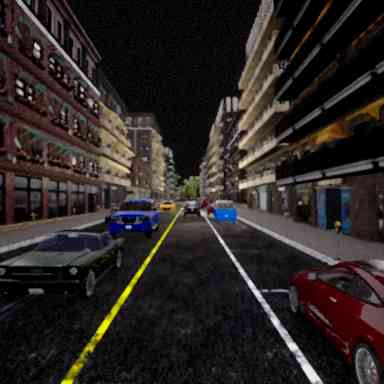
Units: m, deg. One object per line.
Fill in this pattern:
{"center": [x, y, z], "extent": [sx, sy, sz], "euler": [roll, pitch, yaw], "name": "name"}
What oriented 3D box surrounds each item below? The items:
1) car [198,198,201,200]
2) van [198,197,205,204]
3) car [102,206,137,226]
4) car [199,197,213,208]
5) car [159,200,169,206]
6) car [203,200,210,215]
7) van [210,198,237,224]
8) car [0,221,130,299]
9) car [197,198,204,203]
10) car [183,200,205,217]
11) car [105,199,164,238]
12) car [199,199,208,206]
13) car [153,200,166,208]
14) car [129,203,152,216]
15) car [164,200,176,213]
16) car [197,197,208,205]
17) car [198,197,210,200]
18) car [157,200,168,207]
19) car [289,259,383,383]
{"center": [-0.062, 2.004, 47.769], "extent": [1.812, 1.442, 4.674], "euler": [0, 0, 0], "name": "car"}
{"center": [2.390, 2.223, 88.335], "extent": [1.690, 1.788, 3.998], "euler": [1, -1, 0], "name": "van"}
{"center": [-5.767, 1.851, 27.064], "extent": [1.947, 1.339, 4.313], "euler": [1, -1, 0], "name": "car"}
{"center": [2.493, 1.915, 60.481], "extent": [2.192, 1.841, 5.009], "euler": [1, -1, 0], "name": "car"}
{"center": [-5.932, 2.314, 71.630], "extent": [1.802, 1.307, 4.206], "euler": [1, -1, 0], "name": "car"}
{"center": [2.572, 1.921, 38.196], "extent": [1.887, 1.381, 4.507], "euler": [1, -1, 0], "name": "car"}
{"center": [2.615, 1.606, 27.058], "extent": [1.690, 1.788, 3.998], "euler": [1, -1, 0], "name": "van"}
{"center": [-3.121, 1.698, 8.844], "extent": [1.895, 1.301, 4.718], "euler": [0, -1, 0], "name": "car"}
{"center": [2.367, 2.489, 93.904], "extent": [2.008, 1.369, 4.403], "euler": [1, -1, 0], "name": "car"}
{"center": [0.000, 1.903, 35.510], "extent": [2.033, 1.411, 5.357], "euler": [0, -1, -1], "name": "car"}
{"center": [-3.145, 1.424, 19.391], "extent": [2.150, 2.045, 5.566], "euler": [0, -1, 1], "name": "car"}
{"center": [2.449, 2.240, 71.791], "extent": [1.752, 1.417, 4.829], "euler": [1, -1, 0], "name": "car"}
{"center": [-5.890, 2.165, 60.489], "extent": [1.887, 1.381, 4.507], "euler": [1, -1, 0], "name": "car"}
{"center": [-5.808, 1.962, 38.205], "extent": [1.947, 1.339, 4.313], "euler": [1, -1, 0], "name": "car"}
{"center": [-3.156, 1.927, 44.014], "extent": [1.882, 1.535, 5.008], "euler": [0, -1, 0], "name": "car"}
{"center": [2.431, 2.084, 77.195], "extent": [2.192, 1.841, 5.009], "euler": [1, -1, 0], "name": "car"}
{"center": [2.513, 1.859, 54.911], "extent": [2.192, 1.841, 5.009], "euler": [1, -1, 0], "name": "car"}
{"center": [-5.911, 2.258, 66.059], "extent": [1.802, 1.307, 4.206], "euler": [1, -1, 0], "name": "car"}
{"center": [2.695, 1.625, 4.771], "extent": [1.802, 1.307, 4.206], "euler": [1, -1, 0], "name": "car"}
